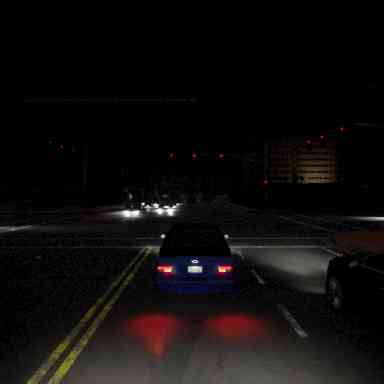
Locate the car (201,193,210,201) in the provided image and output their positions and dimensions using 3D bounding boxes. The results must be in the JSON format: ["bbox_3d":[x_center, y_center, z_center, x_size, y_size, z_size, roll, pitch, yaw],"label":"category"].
[{"bbox_3d":[3.395,1.228,84.712,2.097,1.767,4.553,0,0,0],"label":"car"}]

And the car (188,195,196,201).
[{"bbox_3d":[-0.105,1.425,84.736,1.994,1.385,4.181,0,0,0],"label":"car"}]

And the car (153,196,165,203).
[{"bbox_3d":[-7.090,1.540,72.599,2.033,1.411,5.357,0,0,0],"label":"car"}]

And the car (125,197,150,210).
[{"bbox_3d":[-7.194,1.491,42.628,2.128,1.511,4.902,0,0,2],"label":"car"}]

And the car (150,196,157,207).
[{"bbox_3d":[-7.157,1.547,52.377,2.033,1.411,5.357,0,0,0],"label":"car"}]

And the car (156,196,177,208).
[{"bbox_3d":[-3.649,1.601,47.643,1.895,1.301,4.718,0,0,0],"label":"car"}]

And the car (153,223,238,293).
[{"bbox_3d":[0.072,1.547,8.962,2.033,1.411,5.357,0,0,0],"label":"car"}]

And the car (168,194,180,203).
[{"bbox_3d":[-3.653,1.491,56.968,2.128,1.511,4.902,0,0,0],"label":"car"}]

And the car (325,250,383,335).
[{"bbox_3d":[3.557,1.491,4.721,2.128,1.511,4.902,0,0,0],"label":"car"}]

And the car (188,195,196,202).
[{"bbox_3d":[-0.092,1.531,74.462,2.033,1.411,5.357,0,0,0],"label":"car"}]

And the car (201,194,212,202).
[{"bbox_3d":[3.407,1.344,74.756,2.097,1.767,4.553,0,0,0],"label":"car"}]

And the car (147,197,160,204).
[{"bbox_3d":[-7.136,1.601,62.298,1.895,1.301,4.718,0,0,0],"label":"car"}]
